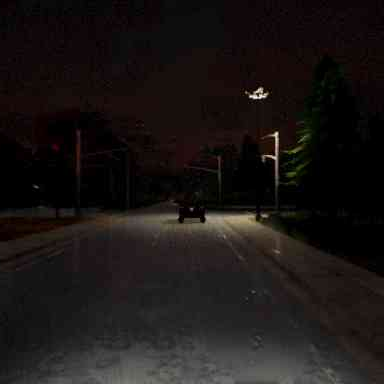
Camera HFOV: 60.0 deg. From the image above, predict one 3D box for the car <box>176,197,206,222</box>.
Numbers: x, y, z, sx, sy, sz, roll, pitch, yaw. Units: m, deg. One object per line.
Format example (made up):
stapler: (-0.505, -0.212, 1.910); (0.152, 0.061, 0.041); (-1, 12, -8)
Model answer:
car: (-0.007, 1.482, 29.012); (2.150, 2.045, 5.566); (0, 0, 0)

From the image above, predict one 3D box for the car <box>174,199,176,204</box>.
car: (-3.525, 2.313, 83.957); (1.994, 1.385, 4.181); (0, -1, 0)
